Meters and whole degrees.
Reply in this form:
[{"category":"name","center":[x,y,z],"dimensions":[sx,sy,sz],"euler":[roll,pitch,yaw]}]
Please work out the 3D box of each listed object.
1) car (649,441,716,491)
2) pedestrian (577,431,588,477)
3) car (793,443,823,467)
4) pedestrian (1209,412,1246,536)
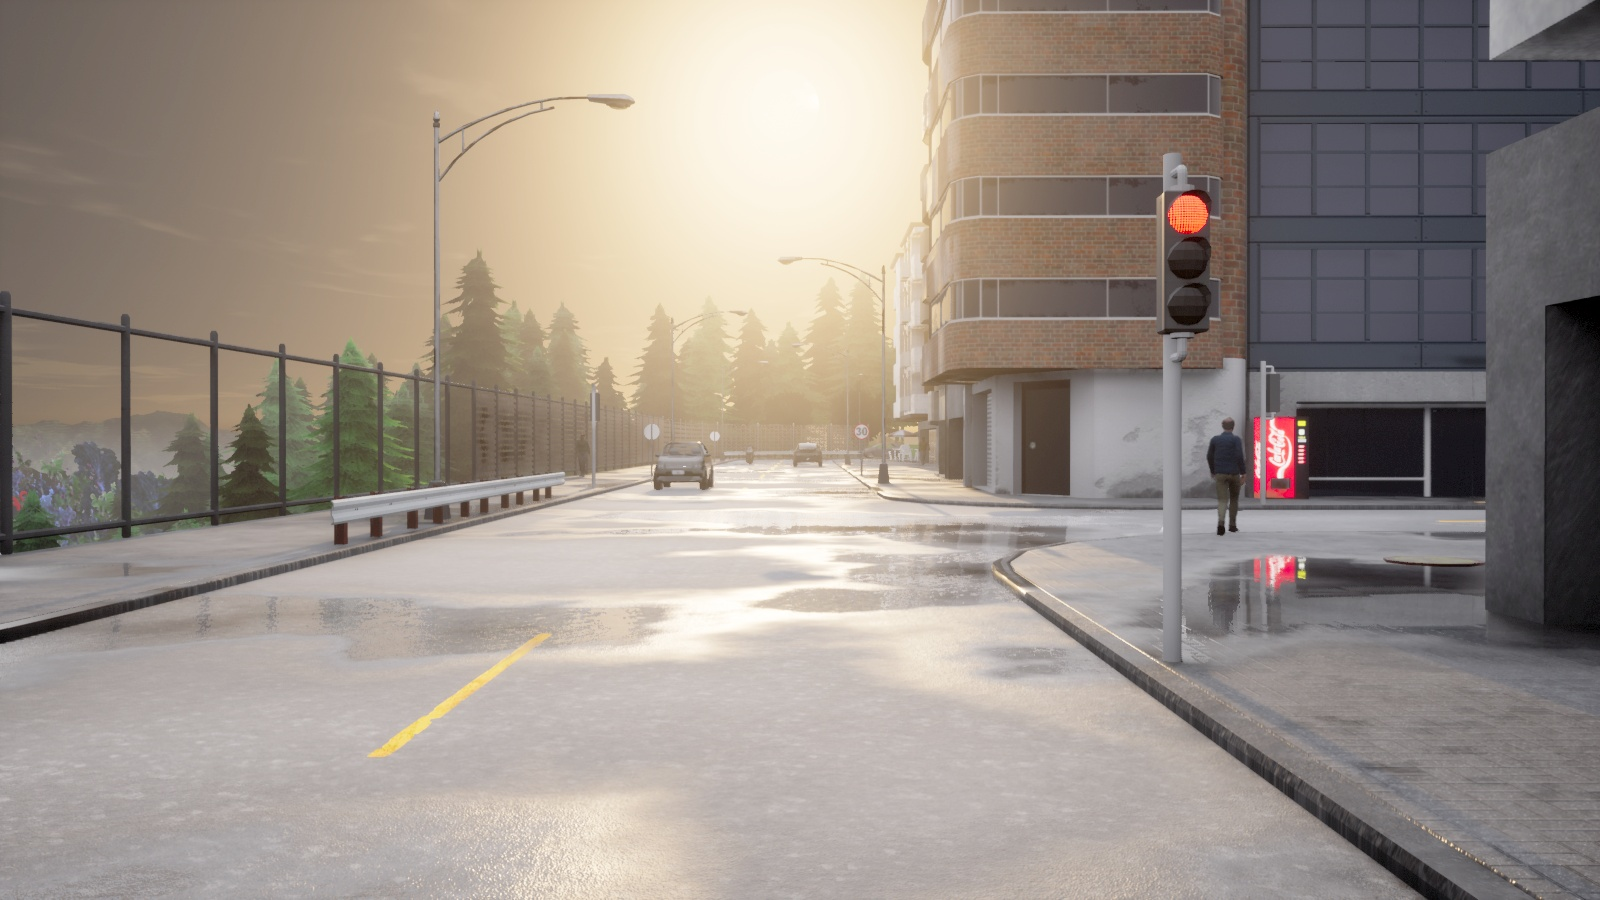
[{"category":"car","center":[-3.742,0.493,40.565],"dimensions":[1.789,1.549,3.705],"euler":[0,0,0]},{"category":"pedestrian","center":[-8.826,0.162,50.944],"dimensions":[0.353,1.847,0.614],"euler":[0,0,-3]},{"category":"car","center":[0.502,0.296,80.760],"dimensions":[1.837,1.490,4.892],"euler":[0,0,0]},{"category":"pedestrian","center":[6.483,0.353,19.044],"dimensions":[0.402,1.842,0.726],"euler":[0,0,30]}]
